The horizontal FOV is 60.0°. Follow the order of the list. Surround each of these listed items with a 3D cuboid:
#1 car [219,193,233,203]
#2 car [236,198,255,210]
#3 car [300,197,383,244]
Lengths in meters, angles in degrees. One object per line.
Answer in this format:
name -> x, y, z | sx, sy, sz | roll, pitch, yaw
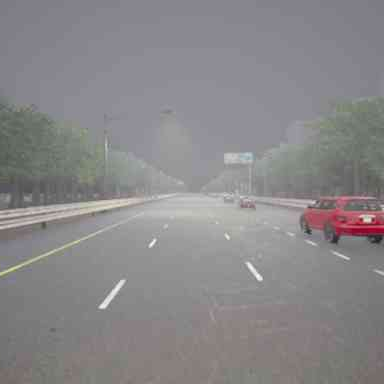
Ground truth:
car -> 7.294, 1.488, 68.124 | 2.128, 1.511, 4.902 | 0, 0, 0
car -> 7.130, 1.540, 43.769 | 1.812, 1.442, 4.674 | 0, 0, 0
car -> 7.024, 1.225, 15.997 | 2.150, 2.045, 5.566 | 0, 0, 0
